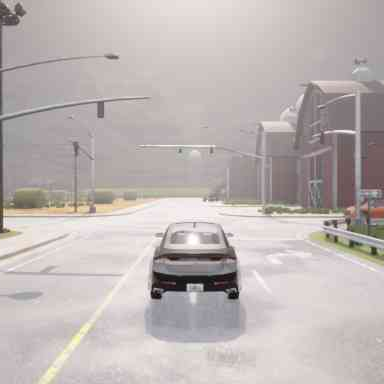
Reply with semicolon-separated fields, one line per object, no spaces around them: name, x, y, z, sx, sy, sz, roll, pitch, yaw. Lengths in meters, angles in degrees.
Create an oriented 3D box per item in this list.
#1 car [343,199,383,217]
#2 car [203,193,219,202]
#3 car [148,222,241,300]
car;14.549;1.379;26.441;4.553;1.767;2.097;0;0;1
car;4.150;1.144;72.620;1.905;1.878;3.866;-8;3;-42
car;0.066;1.492;8.363;2.128;1.511;4.902;0;0;0
